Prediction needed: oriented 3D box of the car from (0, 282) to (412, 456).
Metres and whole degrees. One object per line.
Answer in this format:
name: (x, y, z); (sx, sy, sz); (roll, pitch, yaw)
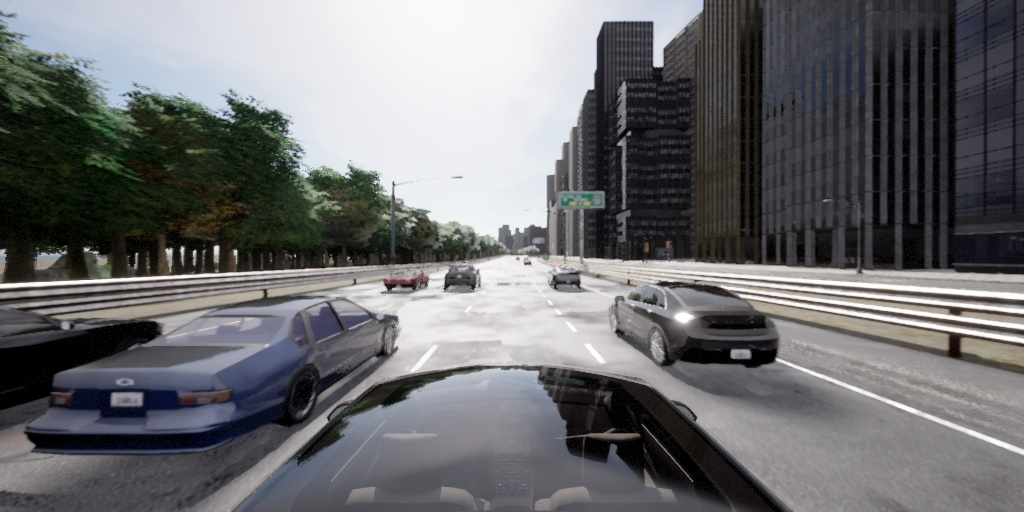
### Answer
car: (-3.404, 1.340, 5.682); (2.033, 1.411, 5.357); (0, -1, 0)

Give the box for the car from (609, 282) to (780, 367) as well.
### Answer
car: (3.602, 1.322, 8.066); (1.837, 1.490, 4.892); (0, -1, 0)

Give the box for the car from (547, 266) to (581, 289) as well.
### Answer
car: (3.637, 1.479, 25.382); (2.128, 1.511, 4.902); (0, -1, 0)

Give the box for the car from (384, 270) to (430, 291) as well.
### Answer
car: (-6.868, 1.577, 23.968); (1.895, 1.301, 4.718); (0, -1, 0)

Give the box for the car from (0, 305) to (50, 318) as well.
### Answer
car: (-6.912, 1.255, 4.155); (1.882, 1.535, 5.008); (0, 0, 0)

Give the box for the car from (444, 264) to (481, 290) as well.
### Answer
car: (-3.364, 1.338, 25.106); (2.097, 1.767, 4.553); (0, -1, 0)
